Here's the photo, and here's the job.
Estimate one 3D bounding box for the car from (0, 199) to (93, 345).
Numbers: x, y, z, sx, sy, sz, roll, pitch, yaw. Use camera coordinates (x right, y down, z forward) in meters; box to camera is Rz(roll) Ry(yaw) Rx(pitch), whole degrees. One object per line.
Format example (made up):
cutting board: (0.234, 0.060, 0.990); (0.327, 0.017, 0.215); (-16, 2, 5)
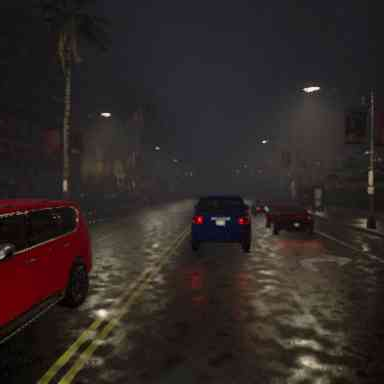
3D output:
car: (-3.303, 1.170, 4.870); (2.150, 2.045, 5.566); (0, 0, 4)

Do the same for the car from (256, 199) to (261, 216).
car: (6.156, 1.348, 29.036); (2.033, 1.411, 5.357); (0, 0, 5)

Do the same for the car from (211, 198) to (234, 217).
car: (2.640, 1.289, 28.999); (1.837, 1.490, 4.892); (0, 0, 5)

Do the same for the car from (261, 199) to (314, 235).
car: (5.122, 1.358, 18.041); (1.882, 1.535, 5.008); (0, 0, 5)

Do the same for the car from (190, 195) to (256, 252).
car: (1.191, 1.116, 13.714); (2.150, 2.045, 5.566); (0, 0, 5)
